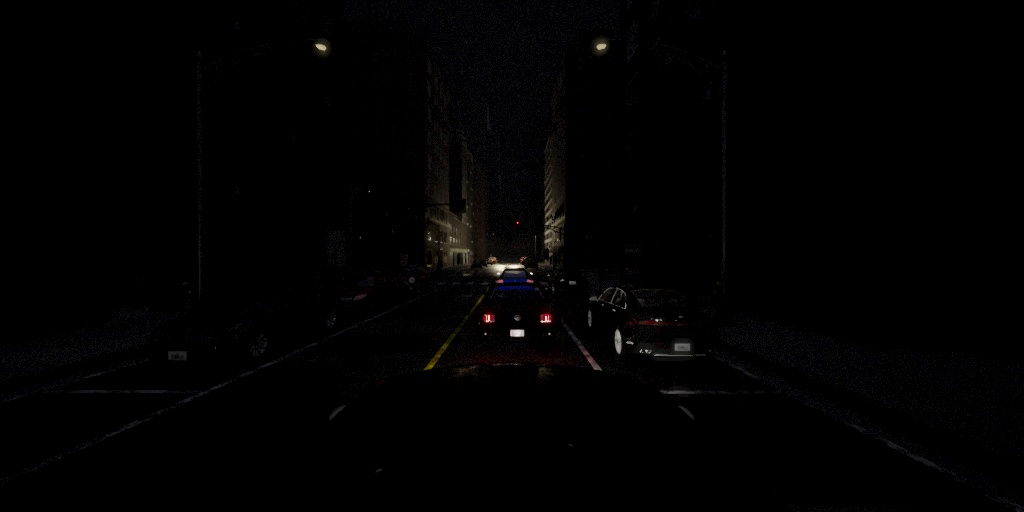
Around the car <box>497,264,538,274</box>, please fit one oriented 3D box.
[{"bbox_3d":[0.151,1.314,18.600,1.994,1.385,4.181,0,0,1],"label":"car"}]

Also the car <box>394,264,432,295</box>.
[{"bbox_3d":[-5.612,1.190,19.246,1.967,1.591,4.097,0,0,0],"label":"car"}]

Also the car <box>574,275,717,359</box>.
[{"bbox_3d":[2.877,1.300,8.215,2.007,1.370,4.403,0,0,0],"label":"car"}]

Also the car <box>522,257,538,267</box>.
[{"bbox_3d":[3.069,1.225,56.306,1.967,1.591,4.097,0,0,0],"label":"car"}]

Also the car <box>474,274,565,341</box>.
[{"bbox_3d":[0.121,1.351,9.840,1.895,1.301,4.718,0,0,0],"label":"car"}]

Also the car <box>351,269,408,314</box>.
[{"bbox_3d":[-5.631,1.332,13.744,1.802,1.307,4.207,0,0,0],"label":"car"}]

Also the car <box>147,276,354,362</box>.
[{"bbox_3d":[-5.648,1.315,8.243,1.948,1.339,4.313,0,0,0],"label":"car"}]

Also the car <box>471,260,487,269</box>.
[{"bbox_3d":[-5.457,1.367,56.347,1.802,1.307,4.207,0,0,0],"label":"car"}]

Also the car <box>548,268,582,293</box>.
[{"bbox_3d":[2.913,1.316,19.218,1.948,1.339,4.313,0,0,0],"label":"car"}]
